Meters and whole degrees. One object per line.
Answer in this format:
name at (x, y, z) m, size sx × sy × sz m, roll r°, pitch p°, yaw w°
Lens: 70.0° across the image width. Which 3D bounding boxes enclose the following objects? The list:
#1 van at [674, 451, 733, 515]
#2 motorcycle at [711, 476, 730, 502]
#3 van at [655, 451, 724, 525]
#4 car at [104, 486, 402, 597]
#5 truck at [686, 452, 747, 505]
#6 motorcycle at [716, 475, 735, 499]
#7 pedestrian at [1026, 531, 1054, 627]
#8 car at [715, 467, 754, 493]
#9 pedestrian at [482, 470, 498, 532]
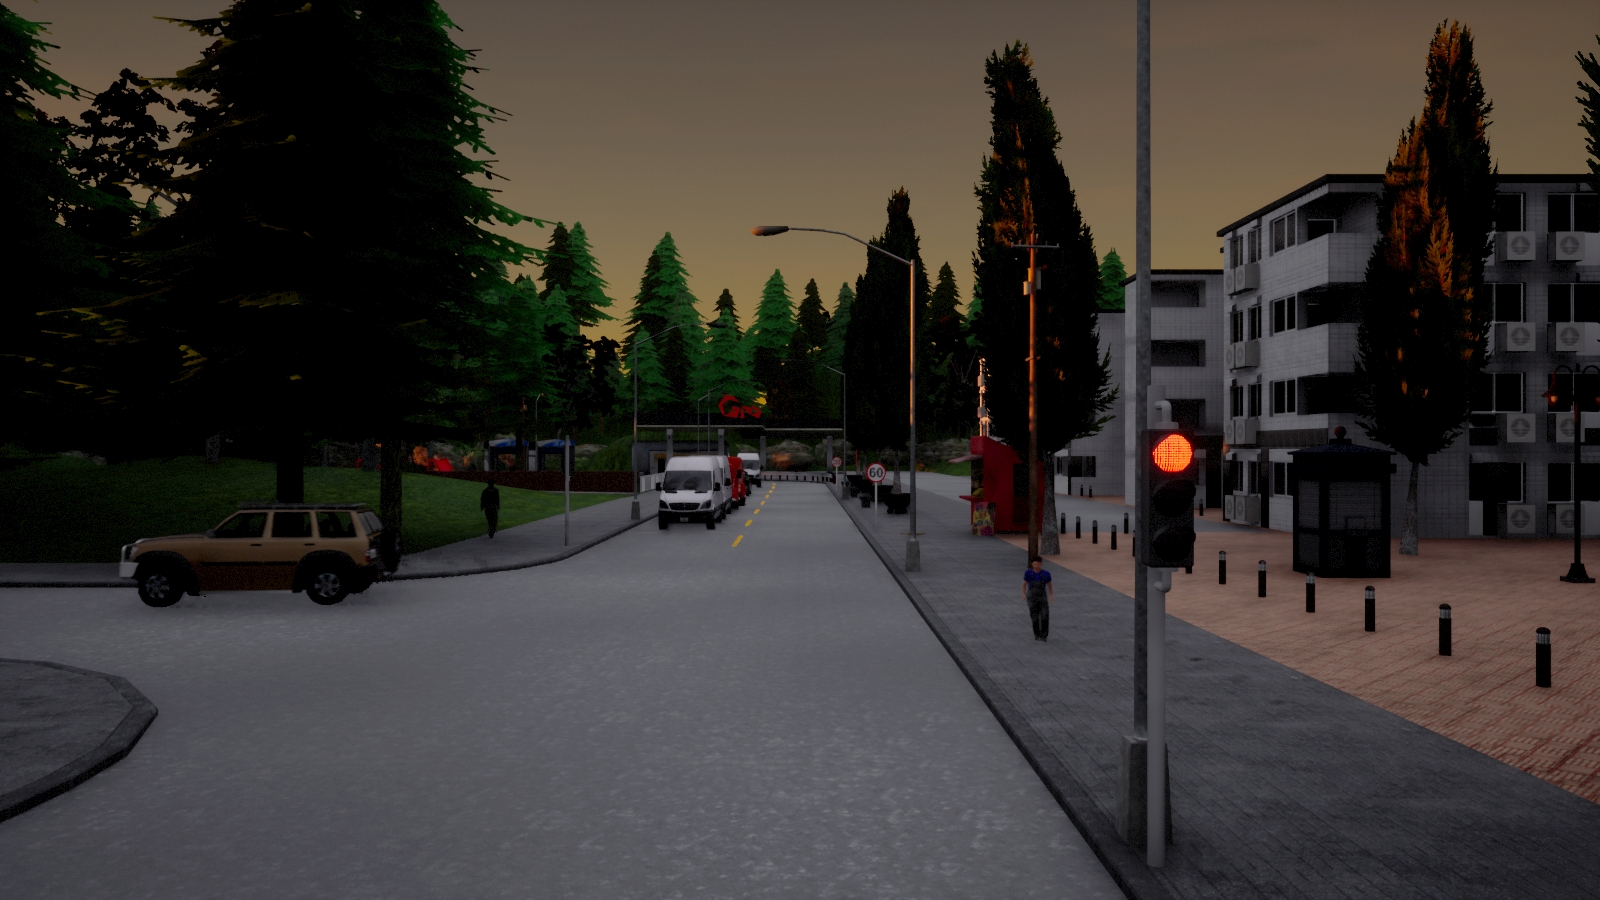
van at (-4.007, 1.306, 48.327) m, size 1.988 × 2.561 × 5.915 m, roll 0°, pitch 0°, yaw 0°
motorcycle at (-3.975, 1.953, 57.177) m, size 0.856 × 1.236 × 1.805 m, roll 0°, pitch 0°, yaw 0°
van at (-4.013, 1.307, 42.390) m, size 1.988 × 2.561 × 5.915 m, roll 0°, pitch 0°, yaw 0°
car at (-9.969, 1.640, 21.151) m, size 4.605 × 1.855 × 1.932 m, roll 0°, pitch 0°, yaw -6°
truck at (-3.995, 1.339, 55.631) m, size 2.627 × 2.467 × 5.204 m, roll 0°, pitch 0°, yaw 0°
motorcycle at (-3.988, 1.975, 61.268) m, size 0.867 × 1.251 × 2.209 m, roll 0°, pitch 0°, yaw 0°
pedestrian at (3.374, 1.802, 16.067) m, size 0.375 × 1.300 × 0.375 m, roll 0°, pitch 0°, yaw 14°
car at (-3.975, 1.816, 70.543) m, size 2.128 × 1.511 × 4.902 m, roll 0°, pitch 0°, yaw 0°
pedestrian at (-9.296, 1.520, 34.312) m, size 0.375 × 1.860 × 0.375 m, roll 0°, pitch 0°, yaw 0°
